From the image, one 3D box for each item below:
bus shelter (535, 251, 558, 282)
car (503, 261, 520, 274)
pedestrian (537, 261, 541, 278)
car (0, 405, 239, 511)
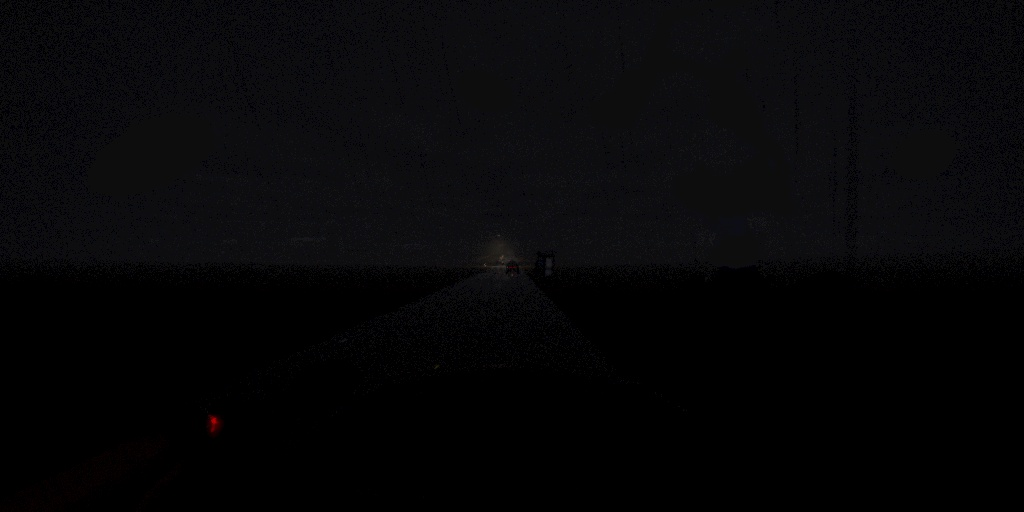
[{"bbox_3d":[3.142,0.919,33.877,1.920,2.740,3.880,0,0,0],"label":"bus shelter"},{"bbox_3d":[0.080,1.672,49.894,1.837,1.490,4.892,0,0,0],"label":"car"},{"bbox_3d":[2.799,1.362,36.277,0.375,1.860,0.375,-3,2,-10],"label":"pedestrian"},{"bbox_3d":[-2.850,1.305,0.695,1.994,1.385,4.181,0,-1,0],"label":"car"}]
